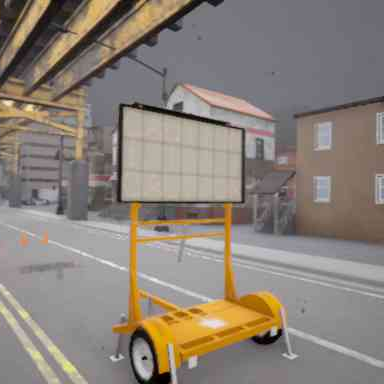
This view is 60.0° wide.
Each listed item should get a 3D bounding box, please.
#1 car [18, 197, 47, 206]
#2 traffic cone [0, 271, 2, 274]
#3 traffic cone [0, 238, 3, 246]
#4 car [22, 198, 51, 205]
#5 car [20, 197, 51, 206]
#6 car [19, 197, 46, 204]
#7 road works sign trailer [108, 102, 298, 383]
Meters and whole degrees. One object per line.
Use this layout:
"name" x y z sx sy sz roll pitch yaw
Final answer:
"car" -31.560 1.859 65.928 4.974 1.542 2.038 1 -1 -14
"traffic cone" -5.760 2.081 9.738 0.340 0.580 0.340 2 -1 -39
"traffic cone" -8.739 2.140 15.040 0.340 0.580 0.340 2 -1 -39
"car" -29.180 1.712 62.528 1.853 1.218 4.536 1 -1 31
"car" -29.210 1.869 62.482 2.038 1.542 4.974 1 -1 31
"car" -31.507 1.702 65.943 4.536 1.218 1.853 1 -1 -14
"road works sign trailer" -0.196 0.574 5.259 2.380 3.560 2.880 2 -1 -39
